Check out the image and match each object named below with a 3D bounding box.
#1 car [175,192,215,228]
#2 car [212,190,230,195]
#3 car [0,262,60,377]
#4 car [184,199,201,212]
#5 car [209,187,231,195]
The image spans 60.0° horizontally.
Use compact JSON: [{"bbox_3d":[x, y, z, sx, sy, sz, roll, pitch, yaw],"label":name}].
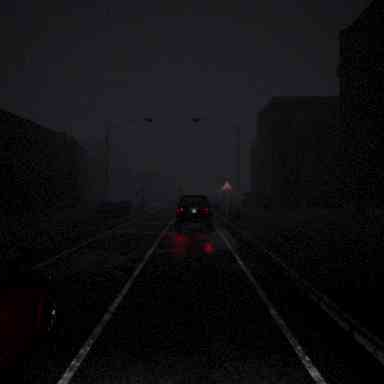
[{"bbox_3d":[0.100,1.165,21.406,2.150,2.045,5.566,0,0,0],"label":"car"},{"bbox_3d":[8.147,0.106,93.341,4.674,1.452,2.002,0,2,-1],"label":"car"},{"bbox_3d":[-3.102,1.537,3.636,1.994,1.385,4.181,0,0,0],"label":"car"},{"bbox_3d":[0.103,1.563,39.673,1.895,1.301,4.718,-1,-1,0],"label":"car"},{"bbox_3d":[7.990,0.181,90.582,5.366,1.575,1.946,0,2,-1],"label":"car"}]
